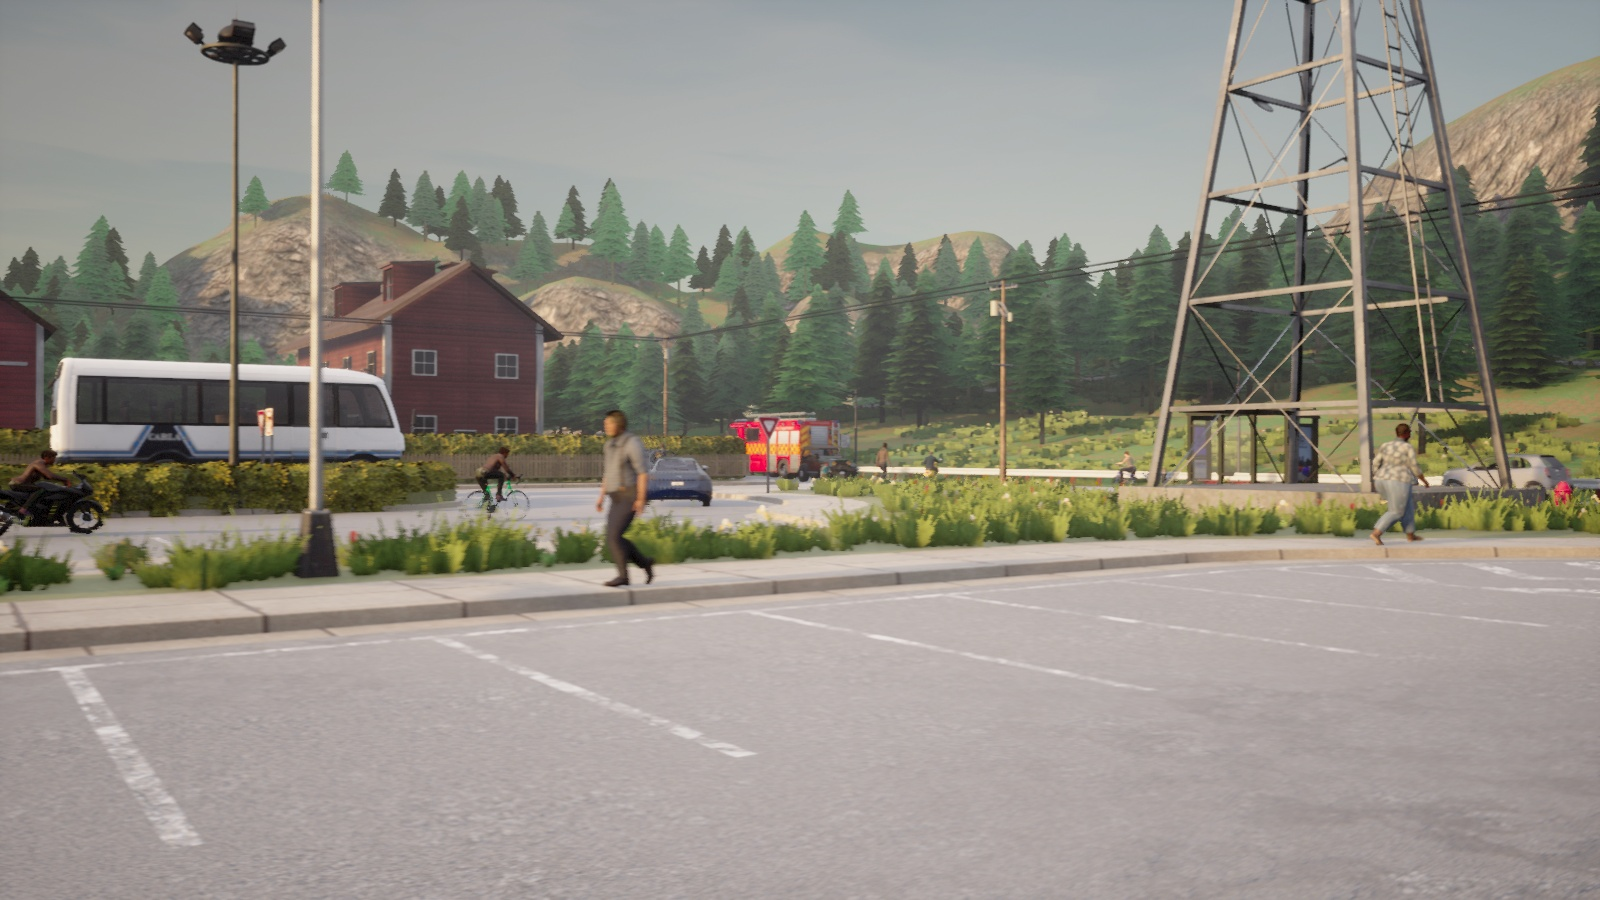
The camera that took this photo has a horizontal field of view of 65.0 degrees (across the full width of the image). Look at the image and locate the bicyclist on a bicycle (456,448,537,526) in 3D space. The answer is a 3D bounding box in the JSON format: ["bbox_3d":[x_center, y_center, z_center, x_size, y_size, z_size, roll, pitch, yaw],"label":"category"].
[{"bbox_3d":[-6.483,0.777,26.885,0.582,1.620,1.656,-1,-1,43],"label":"bicyclist on a bicycle"}]

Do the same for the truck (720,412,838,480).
[{"bbox_3d":[-1.359,-0.233,74.985,2.891,3.827,8.468,0,0,-34],"label":"truck"}]

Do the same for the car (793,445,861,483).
[{"bbox_3d":[1.331,0.695,64.216,1.905,1.878,3.866,0,0,-26],"label":"car"}]

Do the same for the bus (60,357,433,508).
[{"bbox_3d":[-17.369,-0.497,39.800,10.273,4.253,3.944,0,0,-34],"label":"bus"}]

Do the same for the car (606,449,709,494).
[{"bbox_3d":[-5.325,0.770,47.459,1.851,1.617,3.988,0,0,30],"label":"car"}]

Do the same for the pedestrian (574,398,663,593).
[{"bbox_3d":[-1.789,0.434,12.354,0.694,1.848,0.540,0,0,-34],"label":"pedestrian"}]

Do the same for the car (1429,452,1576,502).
[{"bbox_3d":[22.214,0.809,39.809,1.845,1.501,3.633,0,0,-34],"label":"car"}]

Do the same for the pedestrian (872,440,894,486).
[{"bbox_3d":[3.270,0.514,49.464,0.869,1.805,0.328,0,0,-42],"label":"pedestrian"}]

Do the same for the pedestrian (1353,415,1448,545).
[{"bbox_3d":[8.783,0.427,18.401,0.900,1.855,0.874,0,0,-14],"label":"pedestrian"}]

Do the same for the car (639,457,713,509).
[{"bbox_3d":[-3.630,0.905,36.279,1.994,1.385,4.181,0,0,-7],"label":"car"}]

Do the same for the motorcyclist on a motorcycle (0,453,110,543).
[{"bbox_3d":[-13.169,0.808,21.770,2.044,1.523,0.797,0,0,-34],"label":"motorcyclist on a motorcycle"}]

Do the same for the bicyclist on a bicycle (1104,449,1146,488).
[{"bbox_3d":[13.618,0.782,52.645,0.866,1.612,1.509,0,0,-34],"label":"bicyclist on a bicycle"}]
